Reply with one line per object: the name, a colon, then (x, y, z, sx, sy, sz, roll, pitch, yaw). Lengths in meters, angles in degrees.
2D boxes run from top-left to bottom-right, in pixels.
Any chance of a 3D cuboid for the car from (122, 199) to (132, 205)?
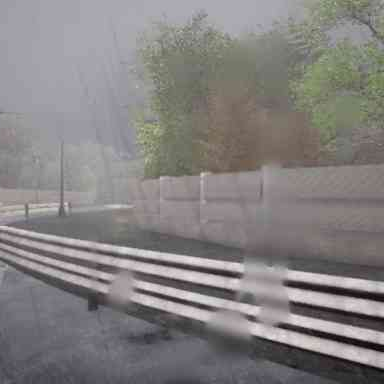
car: (-14.403, 2.270, 75.057, 1.812, 1.442, 4.674, 0, -1, 7)
